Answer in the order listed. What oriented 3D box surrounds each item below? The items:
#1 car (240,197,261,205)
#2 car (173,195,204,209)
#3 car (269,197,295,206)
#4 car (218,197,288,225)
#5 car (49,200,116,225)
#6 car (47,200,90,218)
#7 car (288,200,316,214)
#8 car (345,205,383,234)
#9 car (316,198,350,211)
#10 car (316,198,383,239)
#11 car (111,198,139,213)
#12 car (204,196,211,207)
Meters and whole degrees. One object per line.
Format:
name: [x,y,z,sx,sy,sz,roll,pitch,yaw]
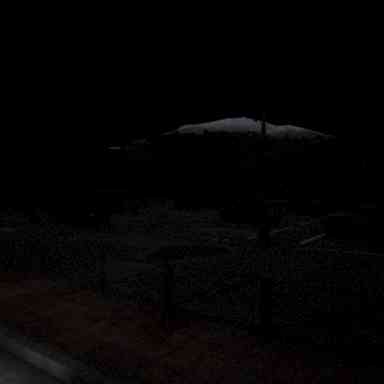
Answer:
car: [11.408,1.685,64.846,3.633,1.501,1.845,0,0,35]
car: [-0.801,1.387,47.159,3.866,1.878,1.905,0,0,35]
car: [15.737,1.664,58.122,3.806,1.475,1.970,0,0,35]
car: [4.161,1.334,24.106,4.605,1.855,1.932,0,0,35]
car: [-8.020,1.577,24.236,4.514,1.523,2.007,0,0,35]
car: [-11.651,1.541,31.301,3.806,1.475,1.970,0,0,35]
car: [11.948,1.531,33.855,4.514,1.523,2.007,0,0,35]
car: [11.100,1.561,19.231,3.806,1.475,1.970,0,0,35]
car: [17.764,1.553,41.981,3.633,1.501,1.845,0,0,35]
car: [8.677,1.280,16.874,3.866,1.878,1.905,0,0,35]
car: [-8.202,1.463,36.723,5.027,1.636,2.152,0,0,35]
car: [0.544,1.409,49.768,4.605,1.855,1.932,0,0,35]
